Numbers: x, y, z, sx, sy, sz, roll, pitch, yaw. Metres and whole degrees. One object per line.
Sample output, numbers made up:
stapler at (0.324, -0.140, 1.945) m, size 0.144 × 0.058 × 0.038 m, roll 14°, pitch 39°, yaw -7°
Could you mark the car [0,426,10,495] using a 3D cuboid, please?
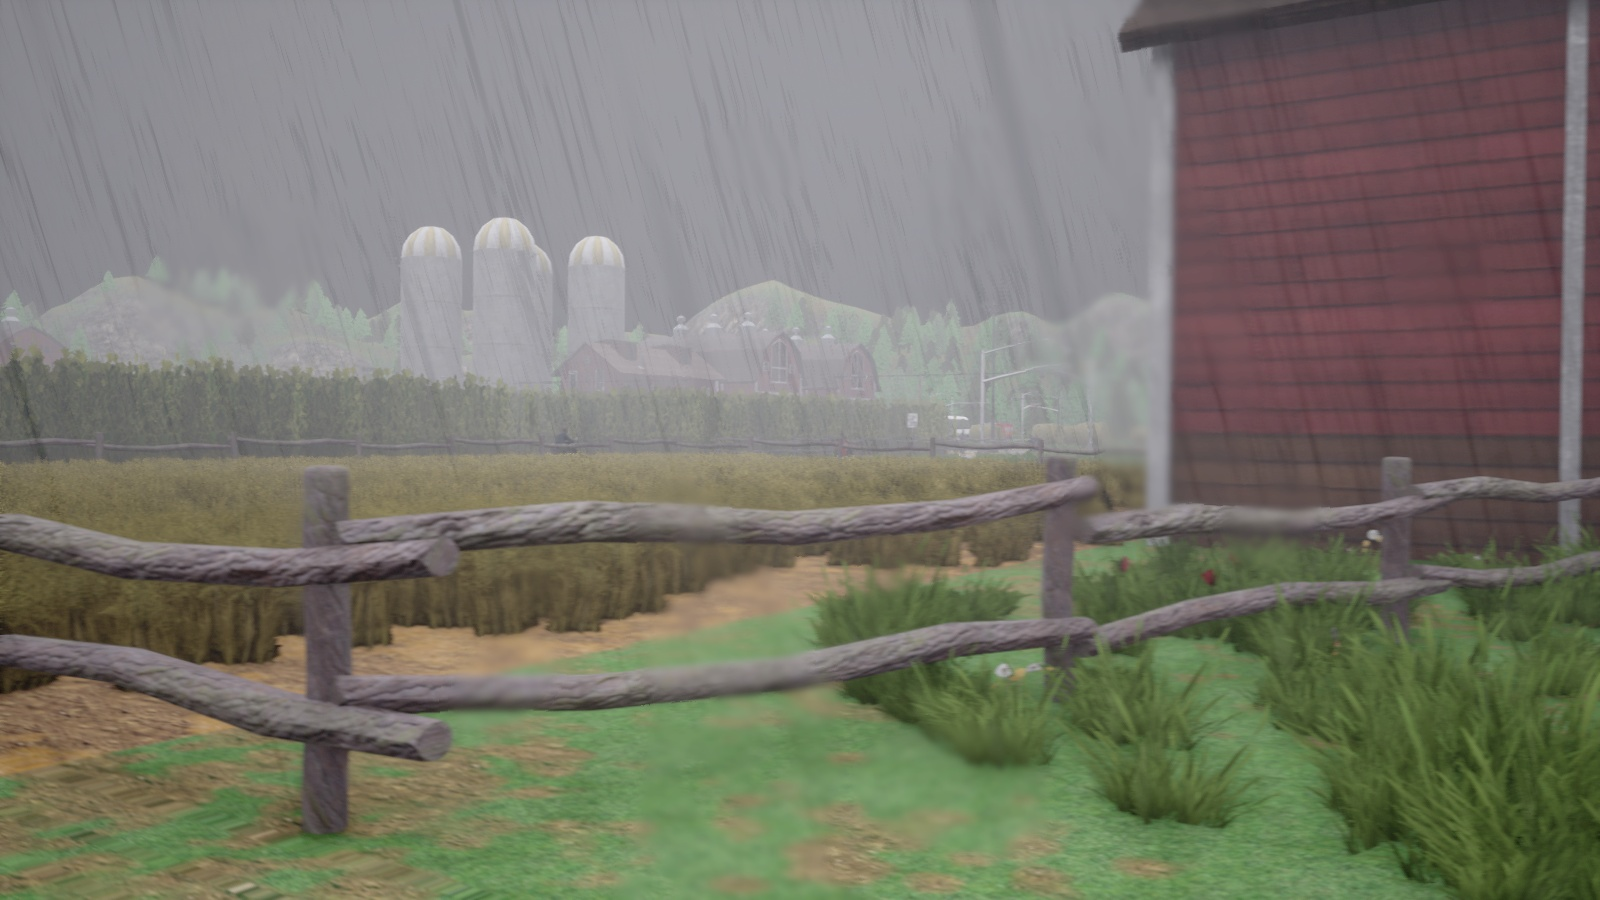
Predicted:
car at (-23.299, 0.318, 32.314) m, size 1.932 × 1.855 × 4.605 m, roll 0°, pitch 1°, yaw 34°
